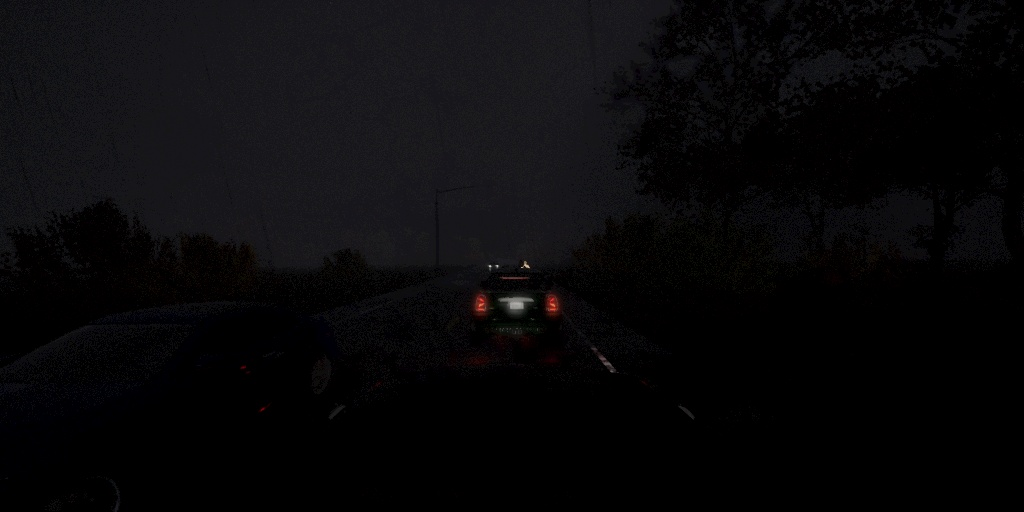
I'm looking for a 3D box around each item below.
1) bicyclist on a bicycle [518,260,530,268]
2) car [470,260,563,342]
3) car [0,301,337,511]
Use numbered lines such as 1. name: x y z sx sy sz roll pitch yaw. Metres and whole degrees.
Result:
1. bicyclist on a bicycle: 0.957 1.177 25.736 0.866 1.612 1.509 0 0 1
2. car: 0.107 1.099 9.913 2.097 1.767 4.553 0 0 0
3. car: -3.588 1.275 3.757 1.812 1.442 4.674 0 0 0
